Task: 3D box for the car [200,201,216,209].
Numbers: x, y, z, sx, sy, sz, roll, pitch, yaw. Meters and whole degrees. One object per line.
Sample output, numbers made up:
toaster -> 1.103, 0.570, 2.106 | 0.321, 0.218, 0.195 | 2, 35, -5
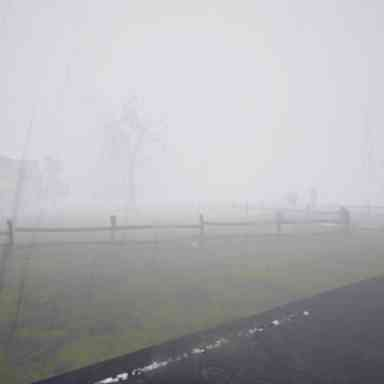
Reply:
car -> 2.639, 2.203, 57.387 | 1.812, 1.442, 4.674 | 1, -1, -15
